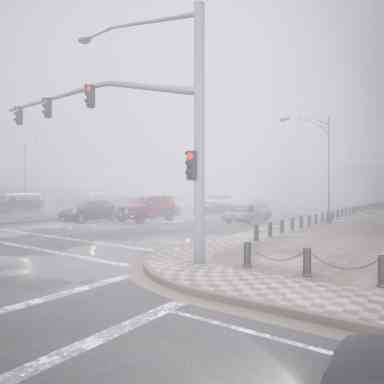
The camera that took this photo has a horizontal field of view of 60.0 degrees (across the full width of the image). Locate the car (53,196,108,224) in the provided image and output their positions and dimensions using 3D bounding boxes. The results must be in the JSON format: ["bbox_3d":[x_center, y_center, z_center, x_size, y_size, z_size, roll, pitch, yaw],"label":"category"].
[{"bbox_3d":[-8.043,1.407,25.867,2.097,1.767,4.553,0,0,36],"label":"car"}]

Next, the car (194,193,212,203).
[{"bbox_3d":[2.348,1.212,68.778,1.905,1.878,3.866,0,0,36],"label":"car"}]

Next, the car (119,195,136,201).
[{"bbox_3d":[-15.830,1.451,82.070,1.970,1.475,3.806,0,0,36],"label":"car"}]

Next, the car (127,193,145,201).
[{"bbox_3d":[-13.501,1.212,80.349,1.905,1.878,3.866,0,0,36],"label":"car"}]

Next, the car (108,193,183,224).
[{"bbox_3d":[-3.503,1.277,26.161,2.150,2.045,5.566,0,0,36],"label":"car"}]

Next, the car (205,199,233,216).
[{"bbox_3d":[2.243,1.656,34.055,1.895,1.301,4.718,0,0,36],"label":"car"}]

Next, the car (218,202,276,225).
[{"bbox_3d":[4.117,1.656,24.395,1.895,1.301,4.718,0,0,36],"label":"car"}]

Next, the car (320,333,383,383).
[{"bbox_3d":[3.379,1.547,1.550,5.357,1.411,2.033,0,0,33],"label":"car"}]

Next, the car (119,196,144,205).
[{"bbox_3d":[-10.161,1.451,56.290,1.970,1.475,3.806,0,0,36],"label":"car"}]

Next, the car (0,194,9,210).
[{"bbox_3d":[-26.075,1.419,49.232,1.784,1.438,3.905,0,0,36],"label":"car"}]

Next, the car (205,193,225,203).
[{"bbox_3d":[4.650,1.209,67.023,1.932,1.855,4.605,0,0,36],"label":"car"}]

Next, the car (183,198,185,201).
[{"bbox_3d":[-2.985,1.619,32.821,1.994,1.385,4.181,0,0,36],"label":"car"}]

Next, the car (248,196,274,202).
[{"bbox_3d":[8.314,1.581,42.369,1.812,1.442,4.674,0,0,36],"label":"car"}]

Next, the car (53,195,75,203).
[{"bbox_3d":[-26.140,1.419,67.971,1.784,1.438,3.905,0,0,36],"label":"car"}]

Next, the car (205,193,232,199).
[{"bbox_3d":[3.049,1.278,41.099,2.150,2.045,5.566,0,0,36],"label":"car"}]

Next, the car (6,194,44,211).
[{"bbox_3d":[-23.741,1.451,47.520,1.970,1.475,3.806,0,0,36],"label":"car"}]

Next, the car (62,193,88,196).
[{"bbox_3d":[-23.842,1.209,66.207,1.932,1.855,4.605,0,0,36],"label":"car"}]

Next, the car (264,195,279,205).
[{"bbox_3d":[12.274,1.217,53.623,2.097,1.767,4.553,0,0,36],"label":"car"}]
